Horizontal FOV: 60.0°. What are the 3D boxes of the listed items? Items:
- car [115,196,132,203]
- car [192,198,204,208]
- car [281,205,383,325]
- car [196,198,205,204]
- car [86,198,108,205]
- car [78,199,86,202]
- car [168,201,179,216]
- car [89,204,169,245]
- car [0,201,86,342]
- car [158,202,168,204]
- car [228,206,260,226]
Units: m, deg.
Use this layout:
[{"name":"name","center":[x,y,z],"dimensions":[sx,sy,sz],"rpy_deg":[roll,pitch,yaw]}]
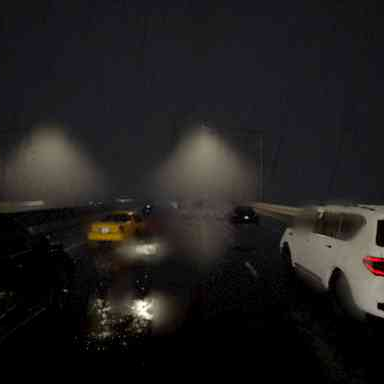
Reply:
[{"name":"car","center":[-12.766,1.789,62.441],"dimensions":[2.150,2.045,5.566],"rpy_deg":[0,-1,3]},{"name":"car","center":[1.064,2.023,57.679],"dimensions":[2.128,1.511,4.902],"rpy_deg":[0,0,2]},{"name":"car","center":[3.637,1.284,7.364],"dimensions":[2.150,2.045,5.566],"rpy_deg":[0,0,0]},{"name":"car","center":[2.012,2.226,80.708],"dimensions":[2.033,1.411,5.357],"rpy_deg":[0,-1,2]},{"name":"car","center":[-16.422,1.881,58.757],"dimensions":[2.097,1.767,4.553],"rpy_deg":[0,-1,3]},{"name":"car","center":[-19.845,2.022,60.573],"dimensions":[1.882,1.535,5.008],"rpy_deg":[0,-1,3]},{"name":"car","center":[-3.018,1.824,37.403],"dimensions":[2.128,1.511,4.902],"rpy_deg":[0,-1,1]},{"name":"car","center":[-2.979,1.594,16.386],"dimensions":[1.801,1.575,5.366],"rpy_deg":[0,-1,15]},{"name":"car","center":[-3.486,1.259,4.537],"dimensions":[2.150,2.045,5.566],"rpy_deg":[0,0,0]},{"name":"car","center":[-3.244,1.754,26.438],"dimensions":[1.812,1.442,4.674],"rpy_deg":[0,-1,1]},{"name":"car","center":[3.848,1.784,25.268],"dimensions":[1.994,1.385,4.181],"rpy_deg":[0,-1,1]}]
